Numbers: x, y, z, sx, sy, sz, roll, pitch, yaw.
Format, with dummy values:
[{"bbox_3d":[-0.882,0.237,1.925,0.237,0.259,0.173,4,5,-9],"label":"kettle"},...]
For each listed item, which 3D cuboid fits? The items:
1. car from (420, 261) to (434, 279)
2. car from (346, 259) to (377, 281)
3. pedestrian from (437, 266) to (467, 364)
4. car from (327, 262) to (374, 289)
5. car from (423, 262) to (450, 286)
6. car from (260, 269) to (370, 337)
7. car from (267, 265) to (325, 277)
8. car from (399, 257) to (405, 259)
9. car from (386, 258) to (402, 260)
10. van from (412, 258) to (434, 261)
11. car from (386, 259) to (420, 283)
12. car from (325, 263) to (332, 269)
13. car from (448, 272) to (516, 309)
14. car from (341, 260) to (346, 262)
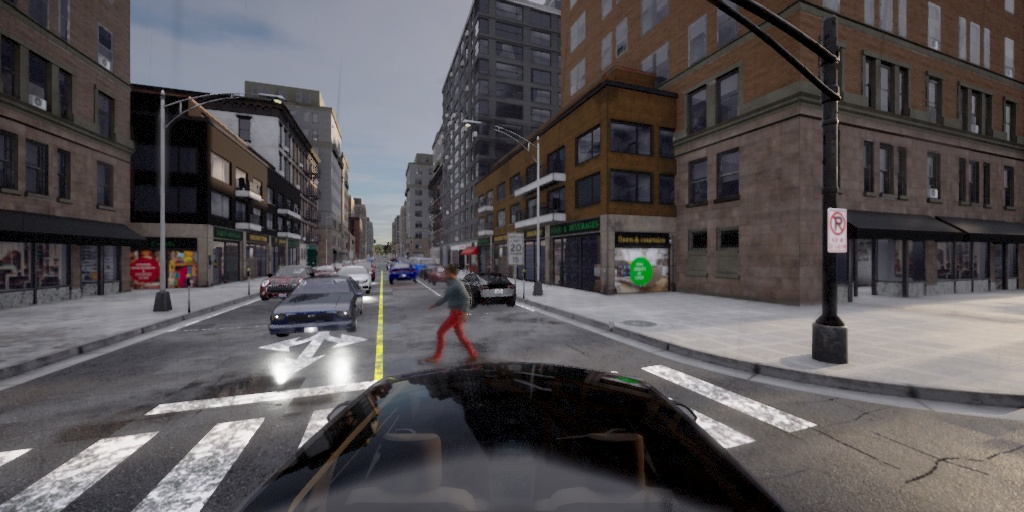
[{"bbox_3d":[-6.792,1.316,30.463,1.948,1.339,4.313,0,0,-20],"label":"car"},{"bbox_3d":[-12.306,1.228,29.614,1.882,1.535,5.008,0,0,-20],"label":"car"},{"bbox_3d":[-1.085,1.043,6.480,0.375,1.860,0.375,0,0,-20],"label":"pedestrian"},{"bbox_3d":[-8.903,1.274,20.149,1.812,1.442,4.674,0,0,-20],"label":"car"},{"bbox_3d":[-4.921,1.330,25.280,1.802,1.307,4.207,0,0,-20],"label":"car"},{"bbox_3d":[-5.493,1.296,10.693,2.033,1.411,5.357,0,0,-20],"label":"car"},{"bbox_3d":[-10.600,1.188,17.372,1.967,1.591,4.097,0,0,-20],"label":"car"},{"bbox_3d":[-18.013,1.221,61.565,1.967,1.591,4.097,0,0,-20],"label":"car"},{"bbox_3d":[-16.303,1.368,49.321,1.895,1.301,4.718,0,0,-20],"label":"car"},{"bbox_3d":[-8.662,1.093,35.646,1.690,1.789,3.998,0,0,-20],"label":"van"},{"bbox_3d":[-8.503,1.227,27.729,1.882,1.535,5.008,0,0,-20],"label":"car"},{"bbox_3d":[-14.340,1.332,27.739,1.802,1.307,4.207,0,0,-20],"label":"car"},{"bbox_3d":[-1.180,1.314,14.912,1.948,1.339,4.313,0,0,-20],"label":"car"},{"bbox_3d":[-16.211,1.304,32.923,2.007,1.370,4.403,0,0,-20],"label":"car"}]
